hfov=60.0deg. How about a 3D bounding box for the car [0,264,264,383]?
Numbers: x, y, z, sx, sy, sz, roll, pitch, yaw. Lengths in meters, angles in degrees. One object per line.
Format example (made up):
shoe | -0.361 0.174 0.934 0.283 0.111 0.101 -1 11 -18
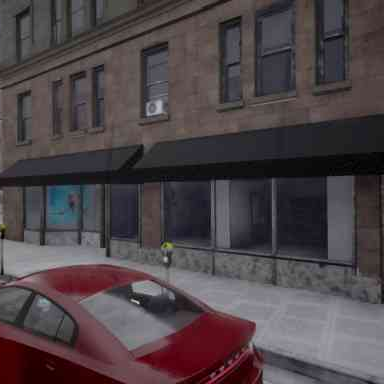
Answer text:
car | -1.430 1.545 3.885 4.507 1.381 1.887 0 0 36
